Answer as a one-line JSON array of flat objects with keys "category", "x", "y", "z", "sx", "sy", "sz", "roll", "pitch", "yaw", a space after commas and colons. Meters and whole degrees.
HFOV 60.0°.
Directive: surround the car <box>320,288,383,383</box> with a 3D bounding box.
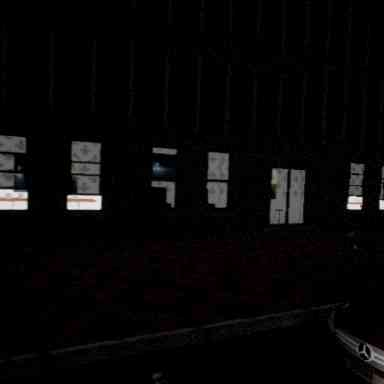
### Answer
[{"category": "car", "x": 3.590, "y": 1.550, "z": 4.160, "sx": 4.206, "sy": 1.307, "sz": 1.802, "roll": 1, "pitch": 2, "yaw": -25}]
